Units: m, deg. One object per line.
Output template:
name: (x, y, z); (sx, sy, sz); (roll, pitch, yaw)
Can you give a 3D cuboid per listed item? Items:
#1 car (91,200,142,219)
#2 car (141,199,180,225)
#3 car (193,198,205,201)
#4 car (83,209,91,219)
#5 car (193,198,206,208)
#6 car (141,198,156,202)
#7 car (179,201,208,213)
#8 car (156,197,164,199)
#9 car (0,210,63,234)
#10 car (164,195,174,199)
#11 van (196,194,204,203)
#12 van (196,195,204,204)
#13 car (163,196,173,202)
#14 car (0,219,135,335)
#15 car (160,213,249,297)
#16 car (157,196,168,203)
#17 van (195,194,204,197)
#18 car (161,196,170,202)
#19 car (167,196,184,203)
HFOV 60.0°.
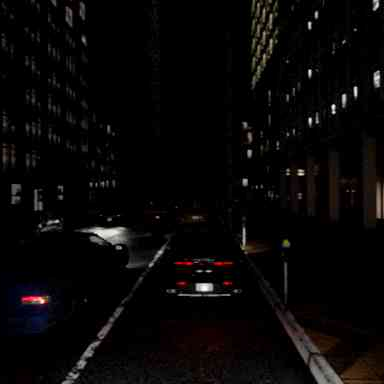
car: (-5.459, 1.598, 24.777); (2.128, 1.511, 4.902); (0, 0, 2)
car: (-2.252, 1.559, 24.956); (1.882, 1.535, 5.008); (0, 0, 2)
car: (0.621, 1.628, 34.351); (2.008, 1.369, 4.403); (-1, 0, 2)
car: (-7.933, 1.659, 28.736); (1.752, 1.417, 4.829); (-1, 0, 2)
car: (1.135, 1.642, 51.436); (1.887, 1.381, 4.507); (-1, 0, 2)
car: (-7.242, 1.729, 51.690); (1.947, 1.339, 4.313); (-1, 0, 2)
car: (0.282, 1.583, 23.126); (1.752, 1.417, 4.829); (-1, 0, 2)
car: (-6.899, 1.754, 63.081); (1.802, 1.307, 4.206); (-1, 0, 2)
car: (-8.271, 1.662, 17.515); (2.008, 1.369, 4.403); (-1, 0, 2)
car: (-4.178, 1.716, 65.139); (1.994, 1.385, 4.181); (0, 0, 2)
van: (1.818, 1.455, 74.221); (1.690, 1.788, 3.998); (-1, 0, 2)
van: (1.647, 1.452, 68.524); (1.690, 1.788, 3.998); (-1, 0, 2)
car: (-6.214, 1.735, 85.864); (2.008, 1.369, 4.403); (-1, 0, 2)
car: (-2.786, 1.589, 7.197); (2.033, 1.411, 5.357); (0, 0, 2)
car: (0.302, 1.525, 8.590); (1.837, 1.490, 4.892); (0, 0, 2)
car: (-6.557, 1.725, 74.473); (1.887, 1.381, 4.507); (-1, 0, 2)
van: (0.961, 1.433, 45.741); (1.690, 1.788, 3.998); (-1, 0, 2)
car: (-6.385, 1.765, 80.170); (1.802, 1.307, 4.206); (-1, 0, 2)
car: (-1.824, 1.614, 42.550); (1.837, 1.490, 4.892); (0, 0, 2)
